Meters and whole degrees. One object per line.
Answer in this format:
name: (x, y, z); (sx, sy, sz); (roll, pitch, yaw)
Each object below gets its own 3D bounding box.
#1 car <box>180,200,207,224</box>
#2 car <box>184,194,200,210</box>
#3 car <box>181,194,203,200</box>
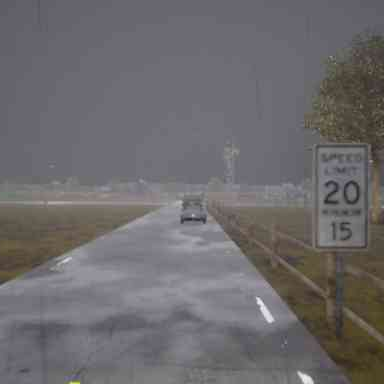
car: (0.100, 1.588, 25.223); (1.994, 1.385, 4.181); (0, 0, 0)
car: (0.011, 1.330, 46.406); (2.150, 2.045, 5.566); (0, 0, 0)
car: (0.006, 1.276, 35.290); (2.150, 2.045, 5.566); (0, 0, 0)
